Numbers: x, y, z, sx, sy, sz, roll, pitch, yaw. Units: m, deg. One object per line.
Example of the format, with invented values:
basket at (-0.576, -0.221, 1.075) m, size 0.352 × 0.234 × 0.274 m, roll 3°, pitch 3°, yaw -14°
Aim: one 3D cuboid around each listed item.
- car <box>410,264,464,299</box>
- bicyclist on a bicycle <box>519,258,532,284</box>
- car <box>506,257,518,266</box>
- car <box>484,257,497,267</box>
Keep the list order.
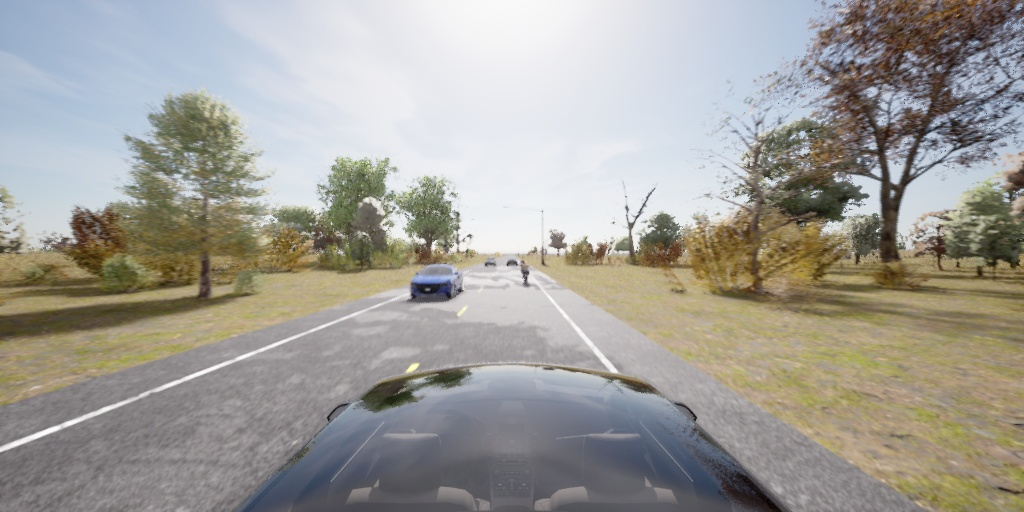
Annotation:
car at (-3.591, 1.151, 17.800) m, size 1.882 × 1.535 × 5.008 m, roll 0°, pitch 0°, yaw 0°
bicyclist on a bicycle at (0.962, 1.077, 24.333) m, size 0.866 × 1.612 × 1.509 m, roll 0°, pitch 2°, yaw 0°
car at (0.028, 0.970, 63.030) m, size 1.812 × 1.442 × 4.674 m, roll 0°, pitch 0°, yaw 0°
car at (-3.534, 0.961, 59.253) m, size 1.837 × 1.490 × 4.892 m, roll 0°, pitch 0°, yaw 1°
